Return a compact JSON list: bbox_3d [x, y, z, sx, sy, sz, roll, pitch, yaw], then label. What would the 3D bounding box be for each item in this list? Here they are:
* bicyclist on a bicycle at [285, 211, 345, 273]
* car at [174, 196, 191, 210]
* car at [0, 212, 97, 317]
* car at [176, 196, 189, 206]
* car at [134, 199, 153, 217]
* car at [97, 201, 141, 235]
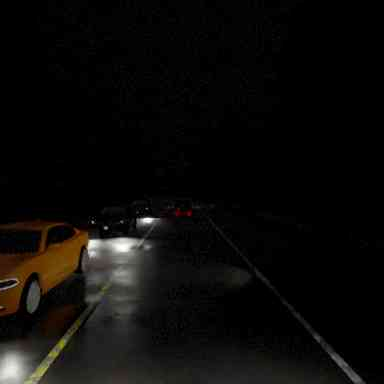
[{"bbox_3d":[3.258,1.319,8.960,1.656,1.620,0.582,-8,1,-2],"label":"bicyclist on a bicycle"},{"bbox_3d":[-1.055,1.295,38.221,1.812,1.442,4.674,0,0,-2],"label":"car"},{"bbox_3d":[-3.804,1.432,7.516,1.882,1.535,5.008,0,0,-2],"label":"car"},{"bbox_3d":[-1.418,1.303,49.374,1.895,1.301,4.718,0,0,-2],"label":"car"},{"bbox_3d":[-4.448,1.352,28.925,1.812,1.442,4.674,0,0,-2],"label":"car"},{"bbox_3d":[-4.133,1.417,18.063,1.812,1.442,4.674,0,0,-1],"label":"car"}]
